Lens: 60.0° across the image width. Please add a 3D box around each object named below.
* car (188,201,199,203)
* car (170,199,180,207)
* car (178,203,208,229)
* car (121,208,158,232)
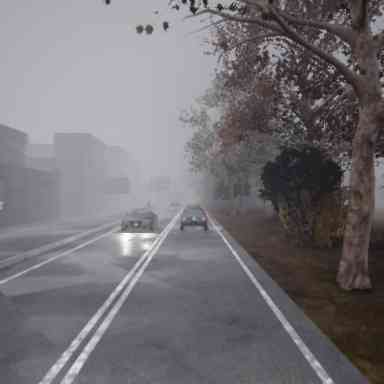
[{"bbox_3d":[0.167,1.863,41.822,1.882,1.535,5.008,0,0,0],"label":"car"},{"bbox_3d":[-3.155,2.122,62.998,2.033,1.411,5.357,0,-1,1],"label":"car"},{"bbox_3d":[0.126,1.755,23.247,2.033,1.411,5.357,0,-1,0],"label":"car"},{"bbox_3d":[-3.323,1.756,21.695,1.994,1.385,4.181,0,-1,0],"label":"car"}]
